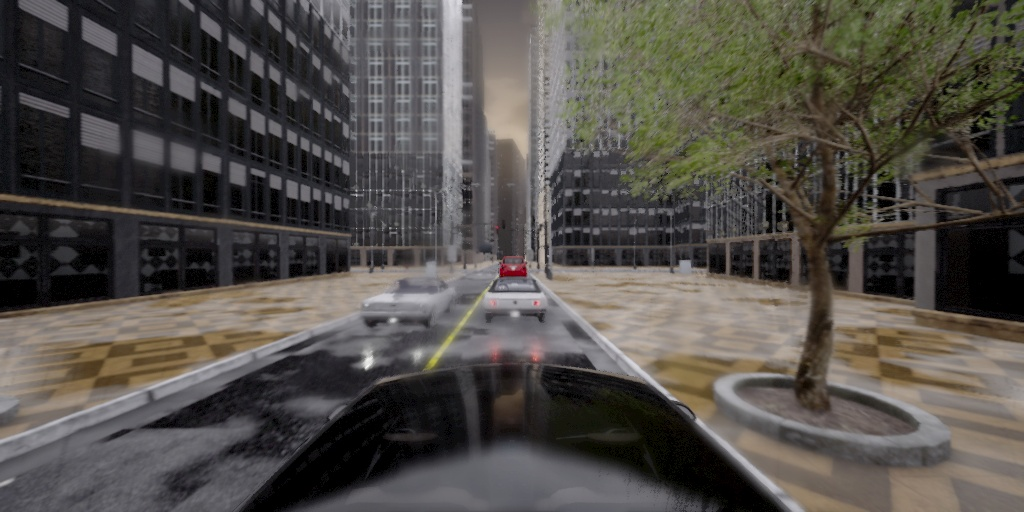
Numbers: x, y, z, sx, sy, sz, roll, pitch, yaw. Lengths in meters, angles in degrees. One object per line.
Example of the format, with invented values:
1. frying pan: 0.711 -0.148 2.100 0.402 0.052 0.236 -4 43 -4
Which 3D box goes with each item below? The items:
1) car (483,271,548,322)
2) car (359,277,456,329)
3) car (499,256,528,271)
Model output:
1. car: 0.099 1.378 12.397 1.895 1.301 4.718 0 0 0
2. car: -3.082 1.376 11.528 1.895 1.301 4.718 0 0 0
3. car: 0.098 1.049 29.290 2.150 2.045 5.566 0 0 0
